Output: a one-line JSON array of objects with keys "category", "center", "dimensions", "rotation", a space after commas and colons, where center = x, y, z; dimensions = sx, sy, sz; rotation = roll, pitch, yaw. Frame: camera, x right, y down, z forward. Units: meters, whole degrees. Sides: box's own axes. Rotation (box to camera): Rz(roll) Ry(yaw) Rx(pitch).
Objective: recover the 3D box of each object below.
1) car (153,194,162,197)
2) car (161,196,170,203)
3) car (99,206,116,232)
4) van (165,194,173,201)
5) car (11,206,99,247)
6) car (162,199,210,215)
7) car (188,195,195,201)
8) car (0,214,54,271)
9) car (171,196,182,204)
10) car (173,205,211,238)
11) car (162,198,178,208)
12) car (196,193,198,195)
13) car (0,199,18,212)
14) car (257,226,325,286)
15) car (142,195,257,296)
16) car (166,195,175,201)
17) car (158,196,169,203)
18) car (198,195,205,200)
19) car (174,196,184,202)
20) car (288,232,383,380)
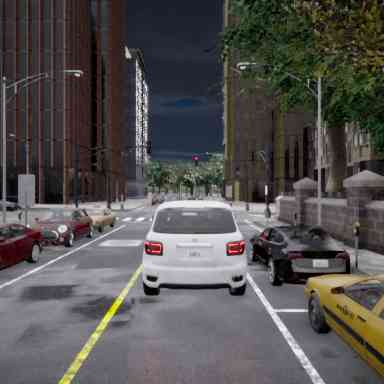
[{"category": "car", "center": [-5.798, 1.327, 57.523], "dimensions": [2.192, 1.841, 5.009], "rotation": [0, 0, 0]}, {"category": "car", "center": [-5.807, 1.546, 73.666], "dimensions": [1.752, 1.417, 4.829], "rotation": [0, 0, 0]}, {"category": "car", "center": [-5.776, 1.526, 19.945], "dimensions": [1.752, 1.417, 4.829], "rotation": [0, 0, 0]}, {"category": "van", "center": [-5.813, 1.369, 84.711], "dimensions": [1.690, 1.788, 3.998], "rotation": [0, 0, 0]}, {"category": "car", "center": [-5.773, 1.440, 14.658], "dimensions": [1.967, 1.590, 4.097], "rotation": [0, 0, 0]}, {"category": "car", "center": [-0.607, 1.523, 34.807], "dimensions": [4.892, 1.490, 1.837], "rotation": [1, 0, 0]}, {"category": "car", "center": [-0.052, 1.530, 88.561], "dimensions": [1.837, 1.490, 4.892], "rotation": [0, 0, 0]}, {"category": "car", "center": [-5.770, 1.544, 9.201], "dimensions": [1.887, 1.381, 4.507], "rotation": [0, 0, 0]}, {"category": "car", "center": [-3.061, 1.581, 66.956], "dimensions": [1.994, 1.385, 4.181], "rotation": [0, 0, 1]}, {"category": "car", "center": [0.013, 1.526, 18.444], "dimensions": [1.812, 1.442, 4.674], "rotation": [0, 0, 1]}, {"category": "car", "center": [-3.124, 1.572, 48.086], "dimensions": [1.994, 1.385, 4.181], "rotation": [0, 0, 0]}, {"category": "car", "center": [-0.046, 1.548, 78.655], "dimensions": [1.812, 1.442, 4.674], "rotation": [0, 0, 0]}, {"category": "car", "center": [-19.190, 1.201, 31.509], "dimensions": [5.357, 1.411, 2.033], "rotation": [1, 0, -5]}, {"category": "car", "center": [2.755, 1.566, 9.208], "dimensions": [1.947, 1.339, 4.313], "rotation": [0, 0, 0]}, {"category": "car", "center": [0.061, 1.221, 8.799], "dimensions": [2.150, 2.045, 5.566], "rotation": [0, 0, 0]}, {"category": "car", "center": [-5.816, 1.582, 90.149], "dimensions": [2.008, 1.369, 4.403], "rotation": [0, 0, 0]}, {"category": "car", "center": [-5.803, 1.599, 68.398], "dimensions": [1.802, 1.307, 4.206], "rotation": [0, 0, 0]}, {"category": "car", "center": [2.706, 1.561, 95.761], "dimensions": [1.752, 1.417, 4.829], "rotation": [0, 0, 0]}, {"category": "car", "center": [-3.045, 1.556, 77.295], "dimensions": [2.033, 1.411, 5.357], "rotation": [0, 0, 0]}, {"category": "car", "center": [2.758, 1.525, 3.921], "dimensions": [1.752, 1.417, 4.829], "rotation": [0, 0, 0]}]
